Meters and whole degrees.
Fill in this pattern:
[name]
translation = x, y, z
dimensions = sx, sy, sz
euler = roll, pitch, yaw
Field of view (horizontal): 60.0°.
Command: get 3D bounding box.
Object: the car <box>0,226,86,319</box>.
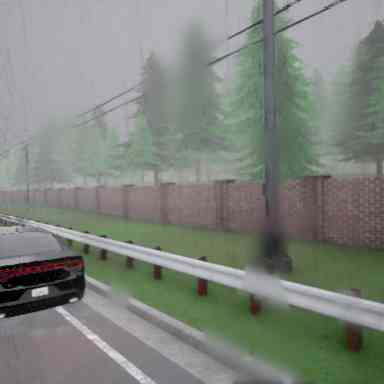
[car]
translation = -4.035, 1.492, 7.346
dimensions = 1.882, 1.535, 5.008
euler = -1, 1, -39
